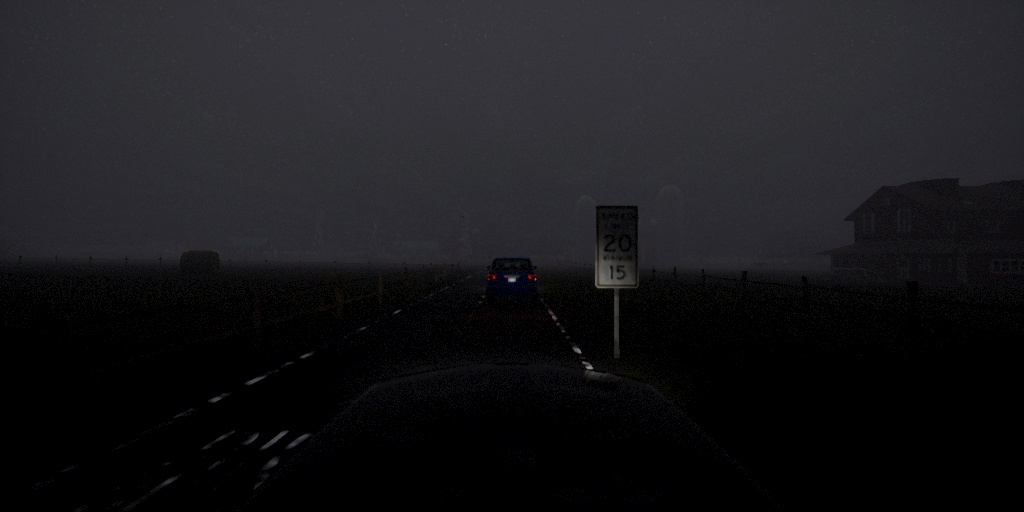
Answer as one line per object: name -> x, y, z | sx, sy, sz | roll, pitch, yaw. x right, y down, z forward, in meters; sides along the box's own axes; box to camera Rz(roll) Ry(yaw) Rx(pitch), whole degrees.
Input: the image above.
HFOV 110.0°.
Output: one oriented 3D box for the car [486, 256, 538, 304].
car -> 0.005, 1.017, 16.530 | 2.150, 2.045, 5.566 | 0, 0, 0
